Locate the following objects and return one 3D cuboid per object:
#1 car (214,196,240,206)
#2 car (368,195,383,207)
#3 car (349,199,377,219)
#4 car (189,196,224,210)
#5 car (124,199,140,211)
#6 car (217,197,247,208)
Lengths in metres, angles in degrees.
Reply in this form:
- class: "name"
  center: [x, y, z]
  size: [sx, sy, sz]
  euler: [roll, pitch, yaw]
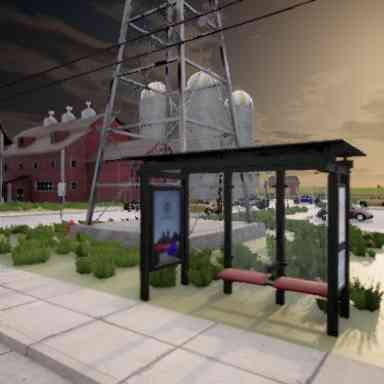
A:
- class: "car"
  center: [5.678, 1.401, 53.918]
  size: [2.128, 1.511, 4.902]
  euler: [0, 0, 34]
- class: "car"
  center: [24.799, 1.289, 44.859]
  size: [4.605, 1.855, 1.932]
  euler: [0, 0, 35]
- class: "car"
  center: [12.113, 1.501, 26.301]
  size: [3.905, 1.438, 1.784]
  euler: [0, 0, 35]
- class: "car"
  center: [0.869, 1.437, 32.666]
  size: [4.193, 1.474, 1.816]
  euler: [0, 0, 35]
- class: "car"
  center: [-5.707, 1.464, 37.513]
  size: [1.994, 1.385, 4.181]
  euler: [0, 0, 35]
- class: "car"
  center: [5.829, 1.461, 47.869]
  size: [2.033, 1.411, 5.357]
  euler: [0, 0, 35]
